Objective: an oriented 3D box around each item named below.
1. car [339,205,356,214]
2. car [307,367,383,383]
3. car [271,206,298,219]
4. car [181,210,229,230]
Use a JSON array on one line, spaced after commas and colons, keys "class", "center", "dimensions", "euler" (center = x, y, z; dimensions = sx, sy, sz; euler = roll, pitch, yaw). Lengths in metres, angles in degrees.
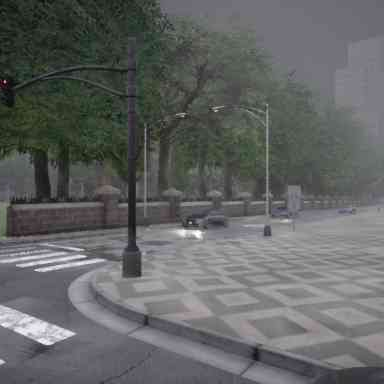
[{"class": "car", "center": [24.865, 2.781, 53.091], "dimensions": [2.033, 1.411, 5.357], "euler": [0, -1, 34]}, {"class": "car", "center": [2.466, 1.551, 1.209], "dimensions": [4.403, 1.369, 2.008], "euler": [0, 0, 35]}, {"class": "car", "center": [10.754, 2.336, 38.573], "dimensions": [1.812, 1.442, 4.674], "euler": [0, -1, 35]}, {"class": "car", "center": [1.039, 2.021, 24.788], "dimensions": [1.994, 1.385, 4.181], "euler": [0, -1, 35]}]
